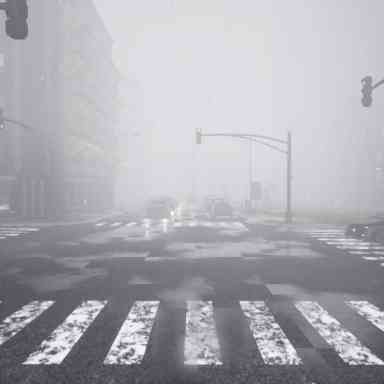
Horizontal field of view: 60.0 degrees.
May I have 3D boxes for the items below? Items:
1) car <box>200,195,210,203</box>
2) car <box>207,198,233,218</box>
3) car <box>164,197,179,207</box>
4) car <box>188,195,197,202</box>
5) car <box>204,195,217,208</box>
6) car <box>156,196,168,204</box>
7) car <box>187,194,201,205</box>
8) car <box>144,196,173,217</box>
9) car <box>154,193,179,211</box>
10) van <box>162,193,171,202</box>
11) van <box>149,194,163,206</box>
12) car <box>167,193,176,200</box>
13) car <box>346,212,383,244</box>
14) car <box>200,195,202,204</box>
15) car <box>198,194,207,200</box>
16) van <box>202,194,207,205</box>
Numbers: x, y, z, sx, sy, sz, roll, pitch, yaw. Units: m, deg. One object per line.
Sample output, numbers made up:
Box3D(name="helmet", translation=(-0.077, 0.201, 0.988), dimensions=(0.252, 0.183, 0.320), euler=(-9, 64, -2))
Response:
Box3D(name="car", translation=(2.669, 1.353, 69.529), dimensions=(1.967, 1.590, 4.097), euler=(-1, 0, 0))
Box3D(name="car", translation=(2.654, 1.522, 30.009), dimensions=(1.887, 1.381, 4.507), euler=(-1, 0, 0))
Box3D(name="car", translation=(-3.065, 1.513, 50.517), dimensions=(1.994, 1.385, 4.181), euler=(0, 0, 0))
Box3D(name="car", translation=(0.037, 1.411, 71.114), dimensions=(1.837, 1.490, 4.892), euler=(0, 0, 0))
Box3D(name="car", translation=(2.654, 1.410, 35.654), dimensions=(1.967, 1.590, 4.097), euler=(-1, 0, 0))
Box3D(name="car", translation=(-5.685, 1.470, 63.852), dimensions=(1.887, 1.381, 4.507), euler=(-1, 0, 0))
Box3D(name="car", translation=(0.123, 1.286, 58.869), dimensions=(2.097, 1.767, 4.553), euler=(0, 0, 0))
Box3D(name="car", translation=(-3.087, 1.453, 31.238), dimensions=(1.882, 1.535, 5.008), euler=(0, 0, 0))
Box3D(name="car", translation=(-3.080, 1.315, 40.552), dimensions=(2.097, 1.767, 4.553), euler=(0, 0, 0))
Box3D(name="van", translation=(-5.684, 1.242, 75.146), dimensions=(1.690, 1.788, 3.998), euler=(-1, 0, 0))
Box3D(name="van", translation=(-5.691, 1.286, 52.561), dimensions=(1.690, 1.788, 3.998), euler=(-1, 0, 0))
Box3D(name="car", translation=(-5.680, 1.173, 92.085), dimensions=(2.192, 1.841, 5.009), euler=(-1, 0, 0))
Box3D(name="car", translation=(9.473, 1.587, 15.443), dimensions=(4.181, 1.385, 1.994), euler=(0, 1, -3))
Box3D(name="car", translation=(2.660, 1.490, 52.592), dimensions=(1.887, 1.381, 4.507), euler=(-1, 0, 0))
Box3D(name="car", translation=(2.704, 1.313, 86.467), dimensions=(1.967, 1.590, 4.097), euler=(-1, 0, 0))
Box3D(name="van", translation=(2.656, 1.295, 46.946), dimensions=(1.690, 1.788, 3.998), euler=(-1, 0, 0))
